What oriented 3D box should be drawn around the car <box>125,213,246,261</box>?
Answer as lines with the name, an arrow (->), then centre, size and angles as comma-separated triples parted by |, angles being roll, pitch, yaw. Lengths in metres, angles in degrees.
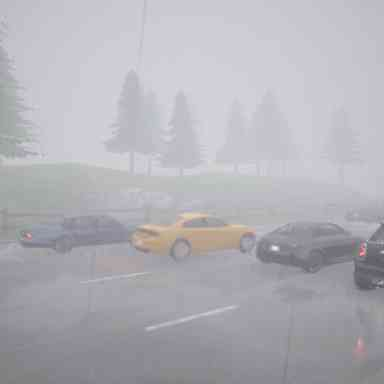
car -> 0.273, 1.538, 12.564 | 5.008, 1.535, 1.882 | 0, 0, -35

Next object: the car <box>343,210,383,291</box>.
car -> 5.945, 1.427, 8.005 | 4.553, 1.767, 2.097 | 1, 0, -35

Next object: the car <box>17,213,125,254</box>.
car -> -4.146, 1.584, 13.726 | 5.357, 1.411, 2.033 | 1, 0, -35

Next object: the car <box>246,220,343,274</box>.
car -> 4.090, 1.642, 10.979 | 4.181, 1.385, 1.994 | 0, 0, -35

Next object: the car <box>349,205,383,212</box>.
car -> 14.267, 1.783, 26.830 | 4.181, 1.385, 1.994 | 0, 0, -35
